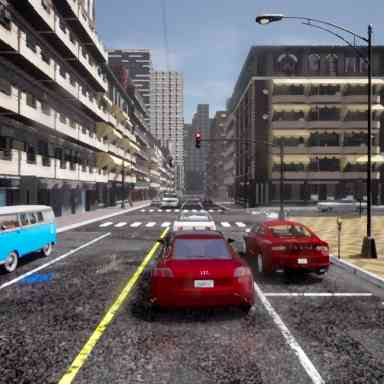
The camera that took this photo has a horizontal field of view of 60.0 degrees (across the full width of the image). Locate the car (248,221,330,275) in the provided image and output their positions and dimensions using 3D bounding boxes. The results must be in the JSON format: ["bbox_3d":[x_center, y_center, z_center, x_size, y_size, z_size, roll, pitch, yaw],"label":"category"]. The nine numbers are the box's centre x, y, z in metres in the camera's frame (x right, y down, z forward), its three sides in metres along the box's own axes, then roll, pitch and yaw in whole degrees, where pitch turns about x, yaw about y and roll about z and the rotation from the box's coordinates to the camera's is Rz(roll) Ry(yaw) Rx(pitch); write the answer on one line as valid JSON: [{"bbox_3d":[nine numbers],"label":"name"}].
[{"bbox_3d":[2.685,1.544,10.308,1.887,1.381,4.507,0,0,0],"label":"car"}]

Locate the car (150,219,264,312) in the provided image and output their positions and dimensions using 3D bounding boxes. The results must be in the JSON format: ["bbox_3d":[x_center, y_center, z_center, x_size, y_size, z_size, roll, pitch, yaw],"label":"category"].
[{"bbox_3d":[0.124,1.564,7.796,1.994,1.385,4.181,0,0,-2],"label":"car"}]

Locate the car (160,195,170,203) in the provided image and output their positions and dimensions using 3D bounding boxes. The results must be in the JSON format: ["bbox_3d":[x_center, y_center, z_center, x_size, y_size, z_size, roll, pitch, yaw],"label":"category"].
[{"bbox_3d":[-5.678,1.472,70.371,1.967,1.590,4.097,-1,0,0],"label":"car"}]

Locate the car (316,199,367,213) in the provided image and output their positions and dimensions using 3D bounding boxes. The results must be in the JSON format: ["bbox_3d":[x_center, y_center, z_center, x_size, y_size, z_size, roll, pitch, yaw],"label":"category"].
[{"bbox_3d":[15.008,1.330,33.294,4.718,1.301,1.895,-1,0,-1],"label":"car"}]

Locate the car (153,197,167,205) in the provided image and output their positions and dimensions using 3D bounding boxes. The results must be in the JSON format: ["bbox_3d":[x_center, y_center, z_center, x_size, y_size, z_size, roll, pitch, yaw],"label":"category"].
[{"bbox_3d":[-5.680,1.587,59.314,1.947,1.339,4.313,0,0,0],"label":"car"}]

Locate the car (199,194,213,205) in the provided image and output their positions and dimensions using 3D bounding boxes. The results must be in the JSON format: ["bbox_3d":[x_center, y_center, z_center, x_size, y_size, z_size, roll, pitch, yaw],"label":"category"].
[{"bbox_3d":[2.699,1.462,59.307,1.967,1.590,4.097,-1,0,0],"label":"car"}]

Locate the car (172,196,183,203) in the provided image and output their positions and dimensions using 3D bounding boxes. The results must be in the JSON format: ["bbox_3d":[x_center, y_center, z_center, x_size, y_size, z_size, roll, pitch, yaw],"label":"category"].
[{"bbox_3d":[-2.982,1.556,69.649,2.128,1.511,4.902,0,0,0],"label":"car"}]

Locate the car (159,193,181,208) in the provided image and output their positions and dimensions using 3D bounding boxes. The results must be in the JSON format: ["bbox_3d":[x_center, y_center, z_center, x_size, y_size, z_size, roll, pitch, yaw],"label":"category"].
[{"bbox_3d":[-3.066,1.233,47.375,2.150,2.045,5.566,0,0,0],"label":"car"}]

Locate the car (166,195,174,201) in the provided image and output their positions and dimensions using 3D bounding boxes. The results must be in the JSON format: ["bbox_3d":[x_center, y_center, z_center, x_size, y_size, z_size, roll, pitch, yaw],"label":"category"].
[{"bbox_3d":[-5.672,1.575,86.784,1.752,1.417,4.829,-1,0,0],"label":"car"}]

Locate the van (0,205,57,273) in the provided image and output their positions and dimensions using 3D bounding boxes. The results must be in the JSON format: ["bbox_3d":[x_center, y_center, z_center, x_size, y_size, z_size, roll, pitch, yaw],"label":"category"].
[{"bbox_3d":[-5.696,1.341,10.311,1.690,1.788,3.998,0,0,0],"label":"van"}]

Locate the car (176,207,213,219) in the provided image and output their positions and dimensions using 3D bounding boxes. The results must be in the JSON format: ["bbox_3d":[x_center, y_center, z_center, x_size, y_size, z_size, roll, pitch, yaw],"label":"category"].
[{"bbox_3d":[0.116,1.601,16.596,1.895,1.301,4.718,0,0,1],"label":"car"}]

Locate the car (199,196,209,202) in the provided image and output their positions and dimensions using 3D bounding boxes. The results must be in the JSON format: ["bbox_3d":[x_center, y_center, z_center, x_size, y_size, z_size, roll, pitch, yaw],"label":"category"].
[{"bbox_3d":[2.705,1.588,75.891,2.008,1.369,4.403,-1,0,0],"label":"car"}]

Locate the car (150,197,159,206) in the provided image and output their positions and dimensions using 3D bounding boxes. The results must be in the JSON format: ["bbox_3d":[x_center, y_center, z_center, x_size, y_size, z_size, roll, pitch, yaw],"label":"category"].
[{"bbox_3d":[-5.682,1.567,53.787,2.008,1.369,4.403,0,0,0],"label":"car"}]

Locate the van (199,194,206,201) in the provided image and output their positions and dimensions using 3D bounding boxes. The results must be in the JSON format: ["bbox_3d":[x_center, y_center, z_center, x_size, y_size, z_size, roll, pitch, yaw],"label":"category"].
[{"bbox_3d":[2.706,1.391,86.946,1.690,1.788,3.998,-1,0,0],"label":"van"}]
